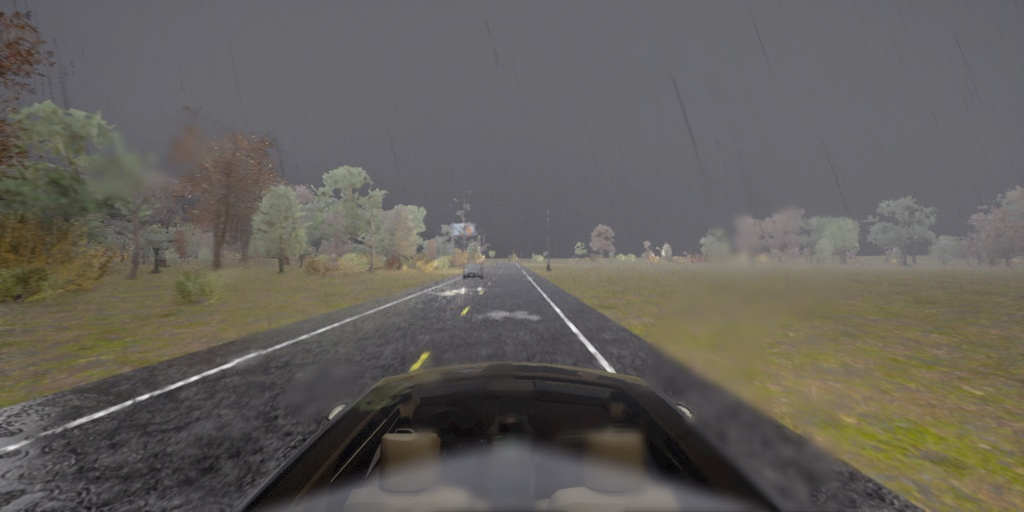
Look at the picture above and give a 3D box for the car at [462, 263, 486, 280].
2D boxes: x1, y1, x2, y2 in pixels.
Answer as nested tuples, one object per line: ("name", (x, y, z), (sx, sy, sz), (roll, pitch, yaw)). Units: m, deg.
("car", (-3.587, 1.470, 34.241), (1.837, 1.490, 4.892), (0, -1, 0))
